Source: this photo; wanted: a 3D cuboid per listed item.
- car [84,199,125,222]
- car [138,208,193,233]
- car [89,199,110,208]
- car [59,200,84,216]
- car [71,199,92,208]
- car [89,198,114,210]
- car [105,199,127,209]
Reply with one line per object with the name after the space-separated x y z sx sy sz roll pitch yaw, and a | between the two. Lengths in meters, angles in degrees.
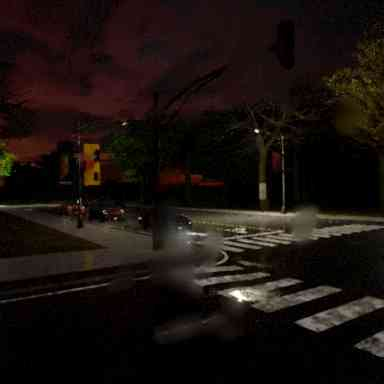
-7.893 1.720 30.457 2.097 1.767 4.553 -1 0 -35 | car
-1.955 1.816 22.080 2.033 1.411 5.357 -1 0 -29 | car
-16.970 2.006 60.581 2.033 1.411 5.357 -1 0 -35 | car
-14.347 1.829 39.690 2.097 1.767 4.553 -1 0 -35 | car
-19.631 2.072 58.716 2.033 1.411 5.357 -1 0 -35 | car
-13.767 1.776 50.406 2.097 1.767 4.553 -1 0 -35 | car
-12.448 1.885 54.161 1.837 1.490 4.892 -1 0 -35 | car
